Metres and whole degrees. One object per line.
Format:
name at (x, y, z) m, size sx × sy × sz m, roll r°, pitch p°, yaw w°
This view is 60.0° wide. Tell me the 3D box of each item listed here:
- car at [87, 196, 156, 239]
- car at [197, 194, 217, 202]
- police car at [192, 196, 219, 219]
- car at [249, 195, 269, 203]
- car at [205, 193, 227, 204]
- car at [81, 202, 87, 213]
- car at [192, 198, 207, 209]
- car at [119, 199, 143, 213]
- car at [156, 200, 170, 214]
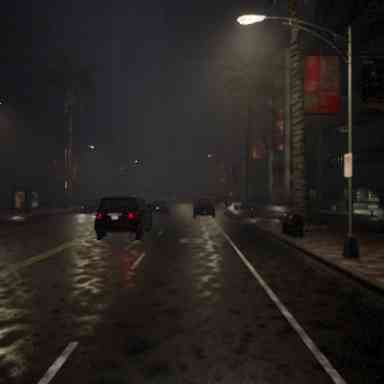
car at (-3.403, 1.220, 17.358) m, size 2.150 × 2.045 × 5.566 m, roll 0°, pitch 0°, yaw 0°
car at (3.493, 1.314, 75.389) m, size 2.097 × 1.767 × 4.553 m, roll 0°, pitch 0°, yaw 44°
police car at (1.045, 1.423, 29.689) m, size 1.930 × 1.638 × 5.238 m, roll 0°, pitch 0°, yaw 0°
car at (14.290, 1.459, 70.751) m, size 5.008 × 1.535 × 1.882 m, roll 0°, pitch 0°, yaw -35°
car at (4.479, 1.218, 60.066) m, size 2.150 × 2.045 × 5.566 m, roll 0°, pitch 0°, yaw 33°
car at (-10.535, 1.474, 36.374) m, size 1.882 × 1.535 × 5.008 m, roll 0°, pitch 0°, yaw 1°
car at (1.117, 1.523, 45.154) m, size 1.812 × 1.442 × 4.674 m, roll 0°, pitch 0°, yaw 4°
car at (-6.991, 1.561, 38.412) m, size 1.994 × 1.385 × 4.181 m, roll 0°, pitch 0°, yaw 1°
car at (-3.407, 1.561, 35.032) m, size 1.994 × 1.385 × 4.181 m, roll 0°, pitch 0°, yaw 0°
